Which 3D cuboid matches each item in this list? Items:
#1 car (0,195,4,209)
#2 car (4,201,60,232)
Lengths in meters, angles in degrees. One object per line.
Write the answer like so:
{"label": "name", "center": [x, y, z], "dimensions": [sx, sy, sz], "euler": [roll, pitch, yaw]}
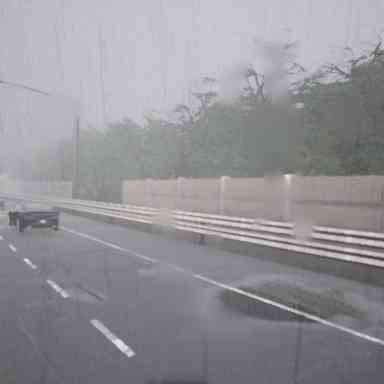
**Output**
{"label": "car", "center": [-20.370, 0.929, 33.969], "dimensions": [2.128, 1.511, 4.902], "euler": [2, 0, -36]}
{"label": "car", "center": [-8.834, 1.259, 18.425], "dimensions": [1.882, 1.535, 5.008], "euler": [2, 0, -37]}
